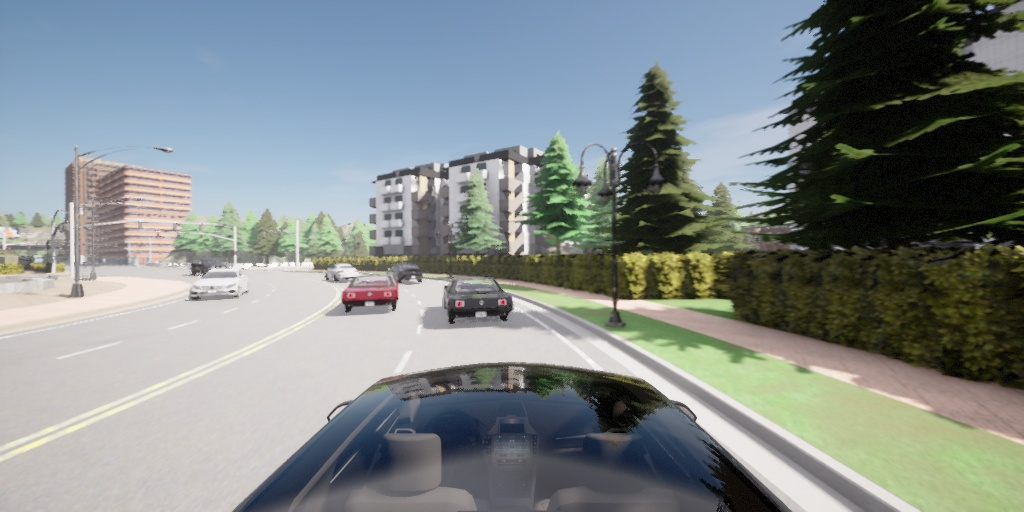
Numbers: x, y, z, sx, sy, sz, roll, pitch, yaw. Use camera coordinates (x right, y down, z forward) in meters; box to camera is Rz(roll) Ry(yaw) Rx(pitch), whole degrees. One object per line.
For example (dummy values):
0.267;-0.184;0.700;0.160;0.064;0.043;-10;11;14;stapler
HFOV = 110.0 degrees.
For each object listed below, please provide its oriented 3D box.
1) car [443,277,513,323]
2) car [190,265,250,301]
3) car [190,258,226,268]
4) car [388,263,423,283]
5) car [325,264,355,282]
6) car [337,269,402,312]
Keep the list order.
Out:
-1.361;1.362;12.268;1.895;1.301;4.718;-1;0;-13;car
-15.093;1.405;18.784;1.812;1.442;4.674;0;0;-28;car
-35.712;1.280;42.228;5.566;2.045;2.150;-1;0;31;car
-8.638;1.330;28.575;1.837;1.490;4.892;0;0;-33;car
-14.566;1.401;30.680;1.812;1.442;4.674;0;0;-40;car
-5.649;1.400;14.736;1.895;1.301;4.718;0;0;-17;car
